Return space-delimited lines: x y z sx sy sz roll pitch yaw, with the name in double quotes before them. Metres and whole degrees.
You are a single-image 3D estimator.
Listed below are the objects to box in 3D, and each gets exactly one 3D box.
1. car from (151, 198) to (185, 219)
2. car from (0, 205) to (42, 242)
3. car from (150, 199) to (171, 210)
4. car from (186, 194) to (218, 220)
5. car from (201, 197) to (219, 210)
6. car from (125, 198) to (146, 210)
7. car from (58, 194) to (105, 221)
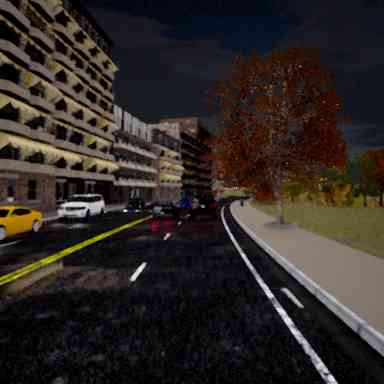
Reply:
"car" -2.174 1.486 29.048 2.128 1.511 4.902 0 0 5
"car" -9.395 1.458 16.606 1.882 1.535 5.008 0 0 2
"car" -4.139 1.618 43.963 1.895 1.301 4.718 0 0 6
"car" 1.043 1.222 28.551 2.150 2.045 5.566 0 0 4
"car" 2.483 1.521 43.969 2.128 1.511 4.902 0 0 7
"car" -7.392 1.530 44.124 1.837 1.490 4.892 0 -1 6
"car" -8.831 1.206 27.162 2.150 2.045 5.566 0 0 3
